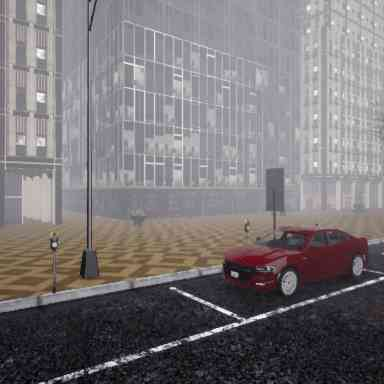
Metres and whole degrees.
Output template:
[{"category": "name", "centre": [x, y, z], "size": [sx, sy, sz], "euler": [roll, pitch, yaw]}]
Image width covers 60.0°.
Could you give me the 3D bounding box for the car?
[{"category": "car", "centre": [2.757, 1.546, 8.538], "size": [4.507, 1.381, 1.887], "euler": [0, 0, -36]}]
